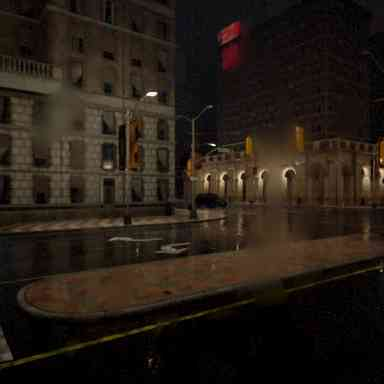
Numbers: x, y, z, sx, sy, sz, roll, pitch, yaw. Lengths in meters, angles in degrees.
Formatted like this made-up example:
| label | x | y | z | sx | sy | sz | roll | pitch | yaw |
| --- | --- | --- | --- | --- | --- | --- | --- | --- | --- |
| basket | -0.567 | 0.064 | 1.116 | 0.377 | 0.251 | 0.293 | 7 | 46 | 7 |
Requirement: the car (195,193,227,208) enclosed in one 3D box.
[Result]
| label | x | y | z | sx | sy | sz | roll | pitch | yaw |
| --- | --- | --- | --- | --- | --- | --- | --- | --- | --- |
| car | 2.670 | 1.220 | 48.161 | 2.150 | 2.045 | 5.566 | 0 | 0 | -35 |

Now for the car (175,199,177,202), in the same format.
| label | x | y | z | sx | sy | sz | roll | pitch | yaw |
| --- | --- | --- | --- | --- | --- | --- | --- | --- | --- |
| car | -4.446 | 1.351 | 58.256 | 2.097 | 1.767 | 4.553 | 0 | 0 | -35 |
